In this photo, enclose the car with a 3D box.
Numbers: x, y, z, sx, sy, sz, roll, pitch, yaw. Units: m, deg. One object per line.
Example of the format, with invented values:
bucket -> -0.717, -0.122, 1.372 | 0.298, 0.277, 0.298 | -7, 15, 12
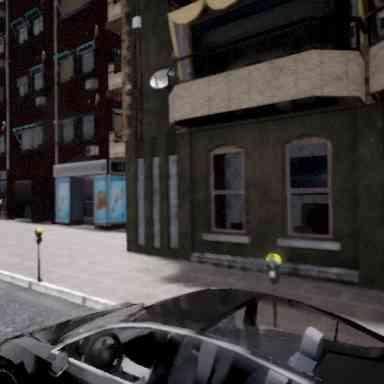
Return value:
car -> 0.002, 1.565, 2.888 | 4.313, 1.339, 1.947 | 0, -1, 36
